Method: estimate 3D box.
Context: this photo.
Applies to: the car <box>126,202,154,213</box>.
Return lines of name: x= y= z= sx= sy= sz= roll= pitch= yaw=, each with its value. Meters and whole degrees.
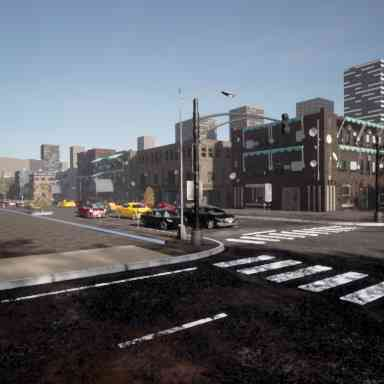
car: x=-6.860 y=1.966 z=43.609 sx=1.802 sy=1.307 sz=4.206 roll=-2 pitch=0 yaw=-37

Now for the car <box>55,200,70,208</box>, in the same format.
car: x=-22.971 y=2.142 z=60.815 sx=1.882 sy=1.535 sz=5.008 roll=-1 pitch=0 yaw=-37

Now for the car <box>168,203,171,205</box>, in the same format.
car: x=-0.227 y=1.810 z=34.748 sx=2.008 sy=1.369 sz=4.403 roll=-2 pitch=0 yaw=-37

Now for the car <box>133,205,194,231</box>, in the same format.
car: x=-2.031 y=1.815 z=22.974 sx=1.947 sy=1.339 sz=4.313 roll=-2 pitch=0 yaw=-37

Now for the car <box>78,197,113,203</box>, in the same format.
car: x=-11.926 y=1.670 z=40.734 sx=2.150 sy=2.045 sz=5.566 roll=-1 pitch=0 yaw=-37

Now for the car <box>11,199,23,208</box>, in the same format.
car: x=-33.475 y=2.376 z=65.170 sx=2.008 sy=1.369 sz=4.403 roll=-1 pitch=0 yaw=-37

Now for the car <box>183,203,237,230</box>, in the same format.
car: x=1.090 y=1.710 z=23.299 sx=1.837 sy=1.490 sz=4.892 roll=-1 pitch=-1 yaw=-34

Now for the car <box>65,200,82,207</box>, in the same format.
car: x=-23.450 y=2.228 z=65.763 sx=1.887 sy=1.381 sz=4.507 roll=-1 pitch=0 yaw=-37

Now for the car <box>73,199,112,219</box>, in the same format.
car: x=-10.254 y=1.847 z=34.154 sx=1.967 sy=1.590 sz=4.097 roll=-2 pitch=0 yaw=-37

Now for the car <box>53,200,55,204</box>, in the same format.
car: x=-30.085 y=2.364 z=74.625 sx=1.947 sy=1.339 sz=4.313 roll=-1 pitch=0 yaw=-37

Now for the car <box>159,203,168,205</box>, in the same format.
car: x=-3.544 y=1.904 z=39.179 sx=1.802 sy=1.307 sz=4.206 roll=-2 pitch=0 yaw=-37

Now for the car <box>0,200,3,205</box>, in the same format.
car: x=-43.428 y=2.547 z=78.461 sx=2.008 sy=1.369 sz=4.403 roll=-1 pitch=0 yaw=-37

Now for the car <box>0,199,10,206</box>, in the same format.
car: x=-46.745 y=2.598 z=82.891 sx=1.887 sy=1.381 sz=4.507 roll=-1 pitch=0 yaw=-37

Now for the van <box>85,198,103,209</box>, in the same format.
van: x=-16.820 y=1.907 z=56.901 sx=1.690 sy=1.788 sz=3.998 roll=-1 pitch=0 yaw=-37

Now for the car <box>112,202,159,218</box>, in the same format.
car: x=-5.526 y=1.808 z=32.180 sx=1.882 sy=1.535 sz=5.008 roll=-1 pitch=0 yaw=-37

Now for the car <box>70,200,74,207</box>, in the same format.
car: x=-20.138 y=1.940 z=61.331 sx=2.192 sy=1.841 sz=5.009 roll=-1 pitch=0 yaw=-37

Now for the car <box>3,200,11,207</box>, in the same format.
car: x=-40.112 y=2.380 z=74.030 sx=1.967 sy=1.590 sz=4.097 roll=-1 pitch=0 yaw=-37

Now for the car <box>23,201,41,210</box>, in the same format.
car: x=-26.738 y=2.233 z=56.172 sx=1.752 sy=1.417 sz=4.829 roll=-1 pitch=0 yaw=-37

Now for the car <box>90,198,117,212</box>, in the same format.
car: x=-12.498 y=1.828 z=46.828 sx=2.097 sy=1.767 sz=4.553 roll=-1 pitch=0 yaw=-37
